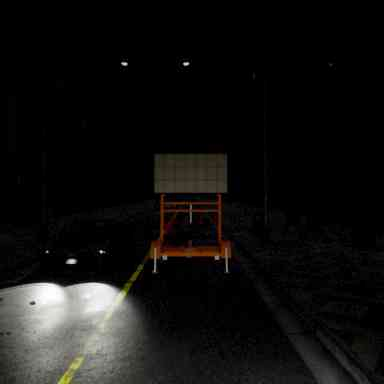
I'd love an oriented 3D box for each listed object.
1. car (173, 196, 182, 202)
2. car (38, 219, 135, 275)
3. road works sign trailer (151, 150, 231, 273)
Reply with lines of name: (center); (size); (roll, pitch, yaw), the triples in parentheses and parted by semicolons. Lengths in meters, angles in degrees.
car: (-3.277, 1.677, 75.149); (2.033, 1.411, 5.357); (0, 0, 0)
car: (-3.035, 1.567, 10.370); (1.994, 1.385, 4.181); (0, 0, 0)
road works sign trailer: (-0.036, 0.467, 10.651); (2.380, 3.560, 2.880); (0, 0, 0)
